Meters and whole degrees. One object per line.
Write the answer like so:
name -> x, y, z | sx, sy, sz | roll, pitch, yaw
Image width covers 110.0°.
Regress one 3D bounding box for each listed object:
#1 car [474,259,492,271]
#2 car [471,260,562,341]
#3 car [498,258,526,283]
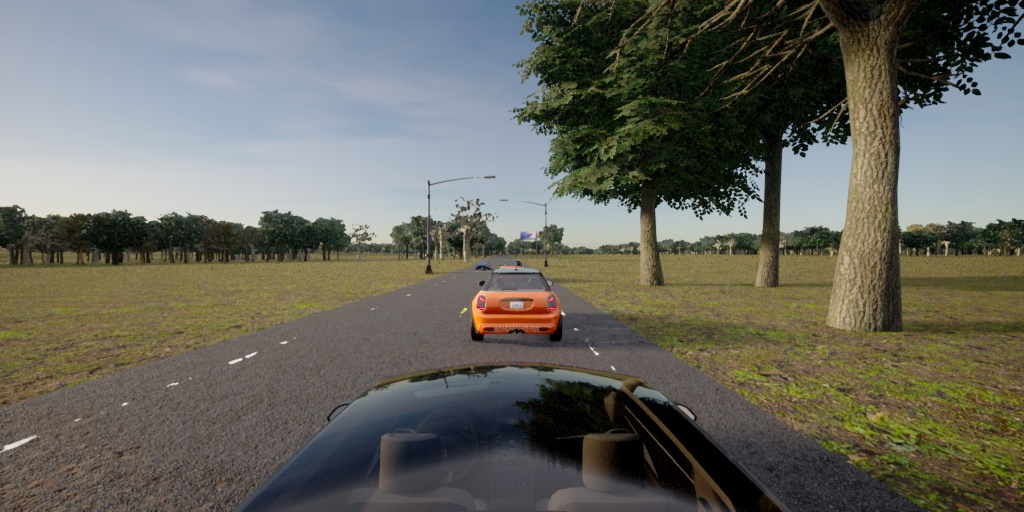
car -> -3.756, 1.166, 47.135 | 2.033, 1.411, 5.357 | 0, 0, 0
car -> 0.105, 1.098, 10.016 | 2.097, 1.767, 4.553 | 0, 0, 0
car -> 0.060, 1.078, 28.858 | 2.097, 1.767, 4.553 | 0, 0, 1
